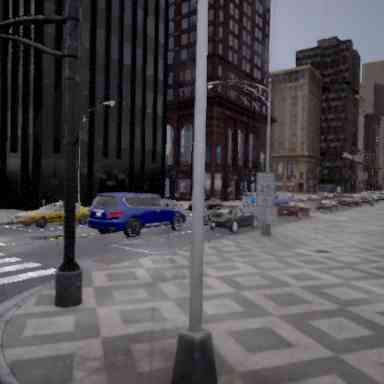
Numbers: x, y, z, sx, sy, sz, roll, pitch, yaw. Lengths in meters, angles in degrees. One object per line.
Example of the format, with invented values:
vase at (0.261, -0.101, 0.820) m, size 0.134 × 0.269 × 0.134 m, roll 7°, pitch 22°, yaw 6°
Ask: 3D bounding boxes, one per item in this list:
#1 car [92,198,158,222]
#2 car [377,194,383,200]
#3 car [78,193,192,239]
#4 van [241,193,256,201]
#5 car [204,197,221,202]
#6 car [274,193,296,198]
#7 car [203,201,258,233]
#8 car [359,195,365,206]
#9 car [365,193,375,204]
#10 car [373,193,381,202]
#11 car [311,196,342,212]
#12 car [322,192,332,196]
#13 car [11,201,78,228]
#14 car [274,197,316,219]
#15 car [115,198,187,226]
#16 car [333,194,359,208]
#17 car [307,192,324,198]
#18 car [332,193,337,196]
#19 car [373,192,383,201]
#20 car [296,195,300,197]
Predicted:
car at (-4.673, 1.204, 23.849) m, size 1.887 × 1.381 × 4.507 m, roll 2°, pitch 1°, yaw 35°
car at (47.131, 1.299, 82.293) m, size 1.947 × 1.339 × 4.313 m, roll 2°, pitch 2°, yaw 35°
car at (-2.576, 1.069, 16.829) m, size 2.150 × 2.045 × 5.566 m, roll 2°, pitch 1°, yaw 35°
van at (7.579, 0.965, 41.152) m, size 1.690 × 1.788 × 3.998 m, roll 2°, pitch 1°, yaw 35°
car at (1.450, 1.205, 32.502) m, size 1.947 × 1.339 × 4.313 m, roll 2°, pitch 1°, yaw 35°
car at (10.618, 1.175, 40.782) m, size 1.882 × 1.535 × 5.008 m, roll 2°, pitch 1°, yaw 36°
car at (2.324, 1.451, 18.985) m, size 2.008 × 1.369 × 4.403 m, roll 2°, pitch 1°, yaw 35°
car at (24.156, 1.408, 49.835) m, size 1.947 × 1.339 × 4.313 m, roll 2°, pitch 1°, yaw 35°
car at (30.394, 1.392, 58.650) m, size 1.947 × 1.339 × 4.313 m, roll 2°, pitch 1°, yaw 35°
car at (36.634, 1.384, 67.465) m, size 1.802 × 1.307 × 4.206 m, roll 2°, pitch 1°, yaw 35°
car at (14.798, 1.446, 36.614) m, size 1.802 × 1.307 × 4.206 m, roll 2°, pitch 1°, yaw 35°
car at (25.952, 0.893, 67.112) m, size 2.192 × 1.841 × 5.009 m, roll 2°, pitch 1°, yaw 35°
car at (-7.832, 1.198, 19.383) m, size 1.752 × 1.417 × 4.829 m, roll 2°, pitch 1°, yaw 35°
car at (8.561, 1.424, 27.799) m, size 1.887 × 1.381 × 4.507 m, roll 2°, pitch 1°, yaw 35°
car at (-2.581, 1.212, 22.197) m, size 1.882 × 1.535 × 5.008 m, roll 2°, pitch 1°, yaw 35°
car at (21.037, 1.394, 45.428) m, size 1.887 × 1.381 × 4.507 m, roll 2°, pitch 1°, yaw 35°
car at (22.884, 1.169, 62.790) m, size 1.802 × 1.307 × 4.206 m, roll 2°, pitch 1°, yaw 35°
car at (29.012, 1.004, 71.441) m, size 1.967 × 1.590 × 4.097 m, roll 2°, pitch 1°, yaw 35°
car at (42.875, 1.331, 76.281) m, size 1.947 × 1.339 × 4.313 m, roll 2°, pitch 2°, yaw 35°
car at (16.759, 1.184, 54.136) m, size 1.802 × 1.307 × 4.206 m, roll 2°, pitch 1°, yaw 35°
